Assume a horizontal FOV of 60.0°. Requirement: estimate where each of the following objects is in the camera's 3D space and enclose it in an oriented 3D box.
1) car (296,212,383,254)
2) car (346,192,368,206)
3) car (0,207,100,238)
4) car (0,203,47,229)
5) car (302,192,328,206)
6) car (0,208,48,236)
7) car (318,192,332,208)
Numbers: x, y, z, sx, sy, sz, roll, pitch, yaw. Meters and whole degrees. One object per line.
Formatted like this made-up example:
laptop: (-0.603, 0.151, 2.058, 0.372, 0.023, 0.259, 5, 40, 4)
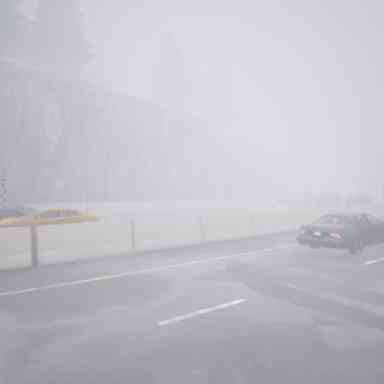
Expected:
car: (6.326, 1.496, 13.244, 5.357, 1.411, 2.033, 0, 0, -40)
car: (22.268, 1.044, 44.262, 2.150, 2.045, 5.566, 0, 0, 40)
car: (-7.055, 1.486, 16.316, 5.008, 1.535, 1.882, 0, 0, -37)
car: (-12.145, 1.516, 21.250, 4.902, 1.511, 2.128, 0, 0, -37)
car: (19.064, 1.048, 51.382, 2.150, 2.045, 5.566, 0, 0, 39)
car: (-10.572, 1.623, 18.034, 4.718, 1.301, 1.895, 0, 0, -37)
car: (18.843, 1.058, 45.623, 2.150, 2.045, 5.566, 0, 0, 40)
